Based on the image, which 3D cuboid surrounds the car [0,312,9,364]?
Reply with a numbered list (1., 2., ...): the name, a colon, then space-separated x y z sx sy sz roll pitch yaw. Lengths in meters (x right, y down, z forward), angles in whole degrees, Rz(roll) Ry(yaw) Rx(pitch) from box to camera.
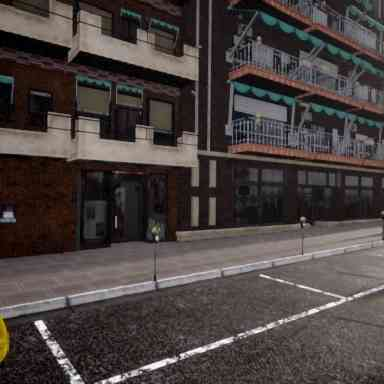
1. car: -4.407 1.525 2.937 4.829 1.417 1.752 0 1 -36
